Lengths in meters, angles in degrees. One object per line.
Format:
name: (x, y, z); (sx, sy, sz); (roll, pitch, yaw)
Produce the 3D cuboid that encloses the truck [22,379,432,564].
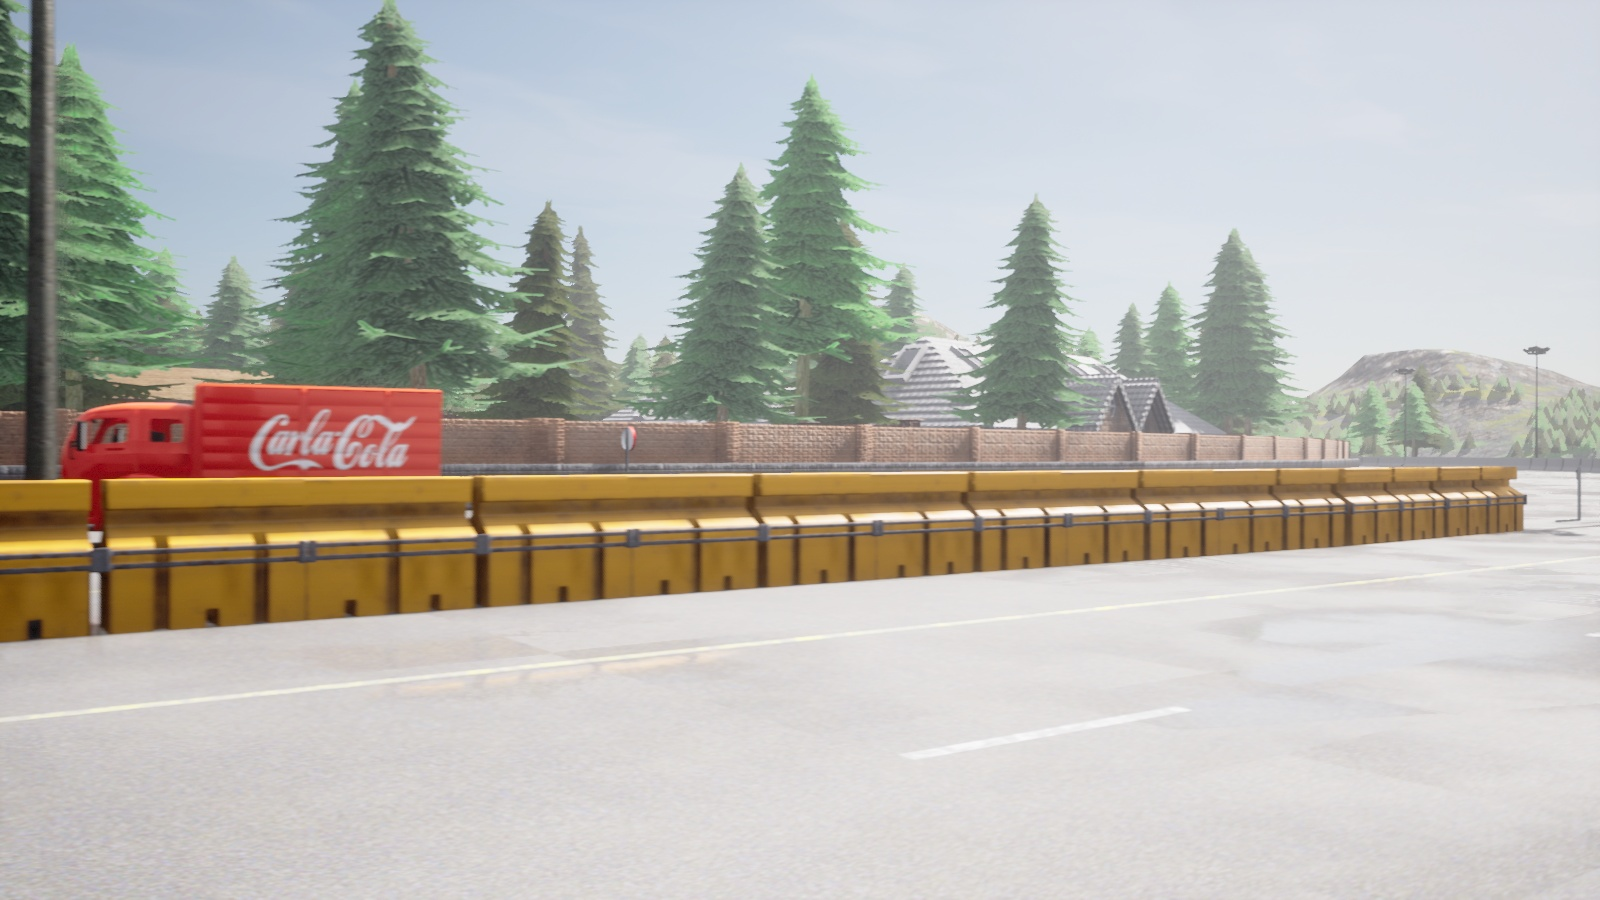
truck: (-8.243, 0.326, 18.731); (5.204, 2.467, 2.627); (0, -1, -18)
